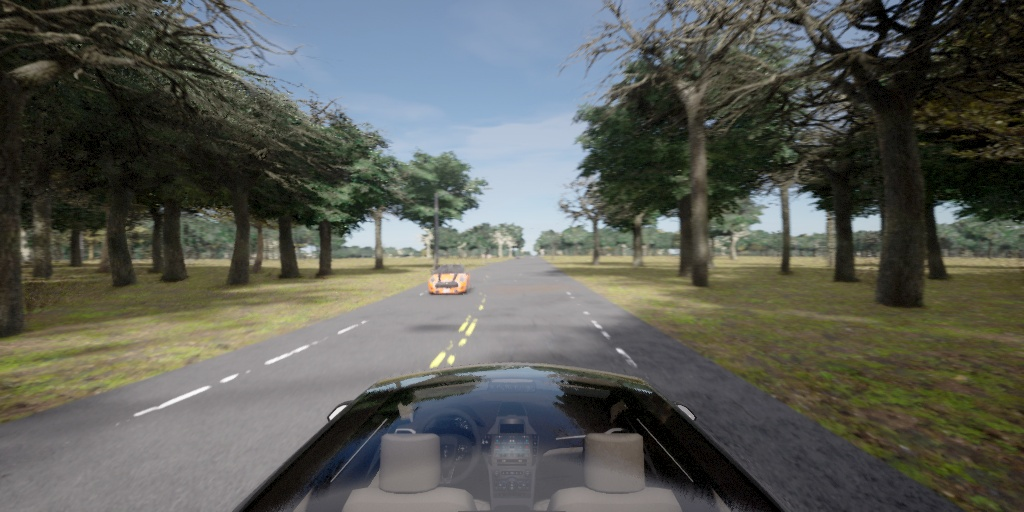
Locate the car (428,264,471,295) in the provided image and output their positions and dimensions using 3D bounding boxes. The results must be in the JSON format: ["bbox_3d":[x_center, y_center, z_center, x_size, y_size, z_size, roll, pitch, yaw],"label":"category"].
[{"bbox_3d":[-3.541,1.252,21.009,2.097,1.767,4.553,-1,0,-3],"label":"car"}]
